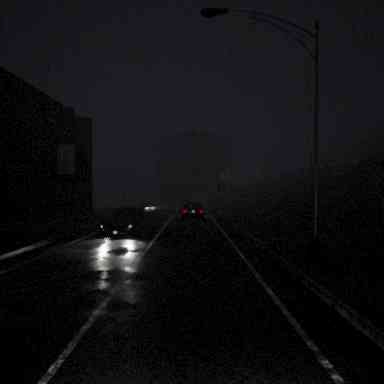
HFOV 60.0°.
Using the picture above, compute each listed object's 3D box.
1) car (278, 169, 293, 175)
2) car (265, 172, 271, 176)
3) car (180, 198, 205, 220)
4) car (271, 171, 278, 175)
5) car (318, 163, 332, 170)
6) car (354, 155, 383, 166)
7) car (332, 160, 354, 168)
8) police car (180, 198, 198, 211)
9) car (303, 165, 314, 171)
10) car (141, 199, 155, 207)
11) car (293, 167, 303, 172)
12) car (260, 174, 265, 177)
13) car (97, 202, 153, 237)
[{"bbox_3d":[21.451,-4.404,74.438,2.185,1.767,4.553,0,1,-1],"label":"car"},{"bbox_3d":[21.202,-4.550,85.604,2.185,1.767,4.553,0,1,-1],"label":"car"},{"bbox_3d":[0.084,1.511,27.232,2.033,1.411,5.357,0,0,0],"label":"car"},{"bbox_3d":[21.329,-4.310,79.932,2.002,1.452,4.674,0,1,-1],"label":"car"},{"bbox_3d":[22.064,-3.902,52.443,2.002,1.452,4.674,0,1,-3],"label":"car"},{"bbox_3d":[22.890,-3.850,41.401,2.185,1.767,4.553,0,1,-5],"label":"car"},{"bbox_3d":[22.419,-3.833,46.906,2.097,1.535,5.008,0,1,-4],"label":"car"},{"bbox_3d":[-0.469,1.589,43.960,2.038,1.542,4.974,0,-1,-5],"label":"police car"},{"bbox_3d":[21.827,-4.046,57.984,2.231,1.521,4.892,0,1,-1],"label":"car"},{"bbox_3d":[-8.094,1.976,60.559,2.128,1.511,4.902,0,-2,-21],"label":"car"},{"bbox_3d":[21.696,-4.132,63.502,2.231,1.521,4.892,0,1,-1],"label":"car"},{"bbox_3d":[21.079,-4.618,91.123,2.185,1.767,4.553,0,1,-1],"label":"car"},{"bbox_3d":[-3.611,1.517,18.283,2.033,1.411,5.357,0,0,0],"label":"car"}]
